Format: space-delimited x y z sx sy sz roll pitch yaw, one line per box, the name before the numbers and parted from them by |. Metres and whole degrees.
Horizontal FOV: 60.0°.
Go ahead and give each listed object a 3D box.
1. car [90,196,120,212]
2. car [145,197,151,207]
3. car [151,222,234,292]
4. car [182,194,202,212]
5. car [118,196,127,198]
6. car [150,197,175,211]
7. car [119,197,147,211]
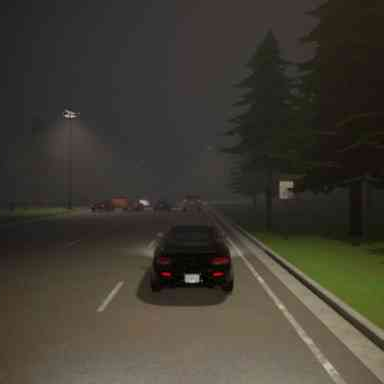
car | -10.484 1.552 39.436 2.033 1.411 5.357 0 0 0
car | -6.980 1.532 49.854 1.812 1.442 4.674 0 0 0
car | 0.004 1.527 8.818 1.812 1.442 4.674 0 0 0
car | 0.016 1.226 39.461 2.150 2.045 5.566 0 0 0
car | -10.480 1.358 49.826 2.097 1.767 4.553 0 0 0
car | -3.484 1.569 39.849 1.994 1.385 4.181 0 0 0
car | -6.984 1.606 39.881 1.895 1.301 4.718 0 0 0
